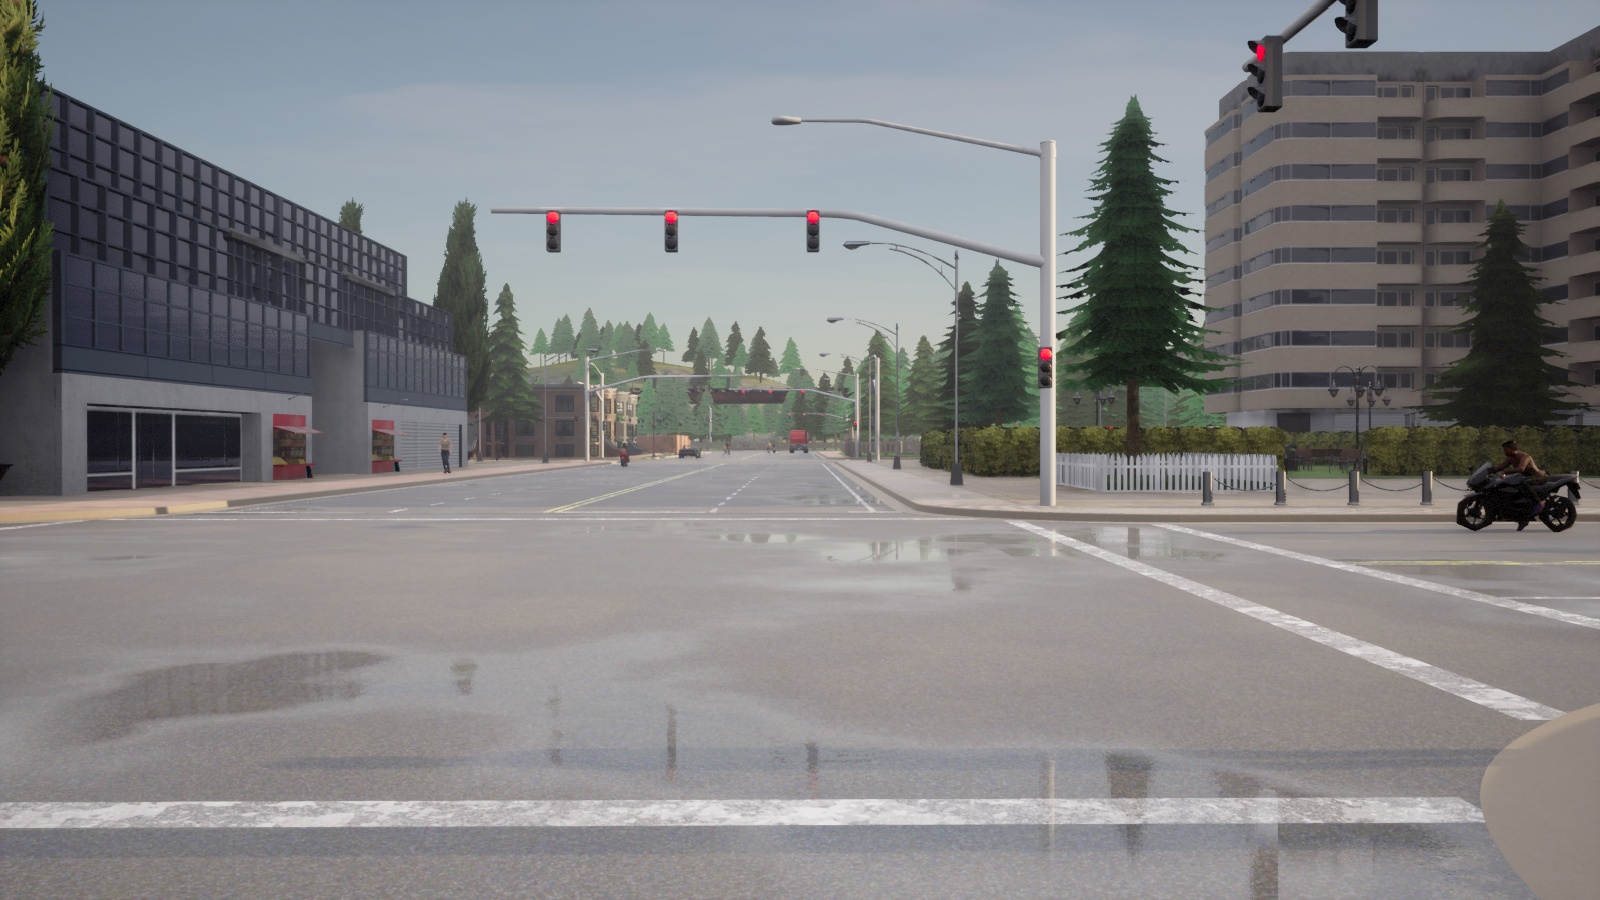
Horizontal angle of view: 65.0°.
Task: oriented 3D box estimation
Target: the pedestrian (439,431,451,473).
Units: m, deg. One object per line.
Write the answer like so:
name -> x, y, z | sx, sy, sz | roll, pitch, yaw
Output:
pedestrian -> -15.566, 0.082, 55.089 | 0.345, 1.836, 0.594 | 0, 0, 0

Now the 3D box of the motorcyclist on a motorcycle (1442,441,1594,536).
motorcyclist on a motorcycle -> 11.866, 0.622, 20.800 | 2.044, 1.523, 0.797 | 1, 0, 0
